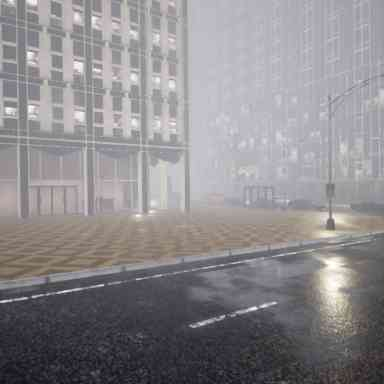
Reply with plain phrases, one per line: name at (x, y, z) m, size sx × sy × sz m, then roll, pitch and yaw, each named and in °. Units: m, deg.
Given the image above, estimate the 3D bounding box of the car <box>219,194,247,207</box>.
car at (6.150, 1.318, 45.786) m, size 1.947 × 1.339 × 4.313 m, roll -1°, pitch 1°, yaw -34°

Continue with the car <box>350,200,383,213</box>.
car at (18.270, 1.470, 32.679) m, size 1.895 × 1.301 × 4.718 m, roll -1°, pitch 1°, yaw -34°

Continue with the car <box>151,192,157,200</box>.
car at (-9.808, 1.038, 69.298) m, size 2.008 × 1.369 × 4.403 m, roll 0°, pitch 1°, yaw -34°

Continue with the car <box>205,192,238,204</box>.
car at (4.618, 1.001, 52.733) m, size 2.097 × 1.767 × 4.553 m, roll -1°, pitch 1°, yaw -34°

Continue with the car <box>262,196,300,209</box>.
car at (11.356, 1.284, 42.827) m, size 1.812 × 1.442 × 4.674 m, roll -1°, pitch 1°, yaw -34°

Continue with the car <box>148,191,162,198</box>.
car at (-9.284, 0.684, 83.407) m, size 1.967 × 1.590 × 4.097 m, roll 0°, pitch 1°, yaw -34°

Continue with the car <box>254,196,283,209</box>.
car at (9.302, 1.386, 41.057) m, size 1.802 × 1.307 × 4.206 m, roll -1°, pitch 1°, yaw -34°

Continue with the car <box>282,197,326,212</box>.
car at (12.489, 1.422, 36.348) m, size 1.947 × 1.339 × 4.313 m, roll -1°, pitch 1°, yaw -34°

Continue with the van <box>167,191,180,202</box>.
van at (-3.406, 0.935, 59.902) m, size 1.690 × 1.788 × 3.998 m, roll 0°, pitch 1°, yaw -34°

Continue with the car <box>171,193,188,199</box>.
car at (-2.882, 0.934, 74.016) m, size 1.802 × 1.307 × 4.206 m, roll 0°, pitch 1°, yaw -34°

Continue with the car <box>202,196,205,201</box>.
car at (3.519, 1.041, 64.622) m, size 1.802 × 1.307 × 4.206 m, roll -1°, pitch 1°, yaw -34°
